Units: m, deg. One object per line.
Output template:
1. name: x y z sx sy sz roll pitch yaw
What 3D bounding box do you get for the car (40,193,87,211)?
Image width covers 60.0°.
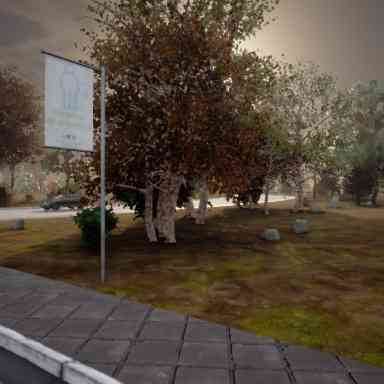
1. car: -15.740 1.208 41.024 2.150 2.045 5.566 0 0 38
